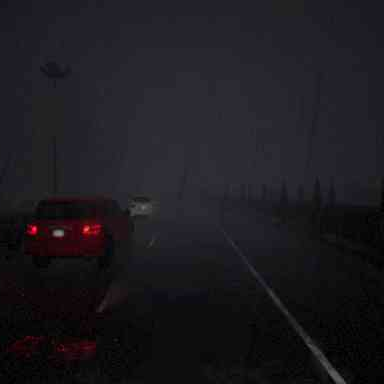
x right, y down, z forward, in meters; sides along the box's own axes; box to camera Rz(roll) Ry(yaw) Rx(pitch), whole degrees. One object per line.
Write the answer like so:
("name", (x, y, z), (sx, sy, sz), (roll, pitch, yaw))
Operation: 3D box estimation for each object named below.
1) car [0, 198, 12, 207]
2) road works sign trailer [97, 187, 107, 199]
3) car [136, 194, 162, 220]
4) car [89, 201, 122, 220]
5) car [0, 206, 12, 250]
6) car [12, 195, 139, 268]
("car", (-23.537, 1.496, 41.023), (2.033, 1.411, 5.357), (0, 0, -13))
("road works sign trailer", (-24.553, 0.352, 89.578), (2.380, 3.560, 2.880), (0, 0, -42))
("car", (-3.752, 1.190, 27.344), (2.150, 2.045, 5.566), (0, 0, -3))
("car", (-7.386, 1.528, 28.845), (1.994, 1.385, 4.181), (0, 0, -4))
("car", (-6.931, 1.490, 13.395), (1.837, 1.490, 4.892), (0, 1, 0))
("car", (-3.440, 1.200, 11.275), (2.150, 2.045, 5.566), (0, -1, 0))
